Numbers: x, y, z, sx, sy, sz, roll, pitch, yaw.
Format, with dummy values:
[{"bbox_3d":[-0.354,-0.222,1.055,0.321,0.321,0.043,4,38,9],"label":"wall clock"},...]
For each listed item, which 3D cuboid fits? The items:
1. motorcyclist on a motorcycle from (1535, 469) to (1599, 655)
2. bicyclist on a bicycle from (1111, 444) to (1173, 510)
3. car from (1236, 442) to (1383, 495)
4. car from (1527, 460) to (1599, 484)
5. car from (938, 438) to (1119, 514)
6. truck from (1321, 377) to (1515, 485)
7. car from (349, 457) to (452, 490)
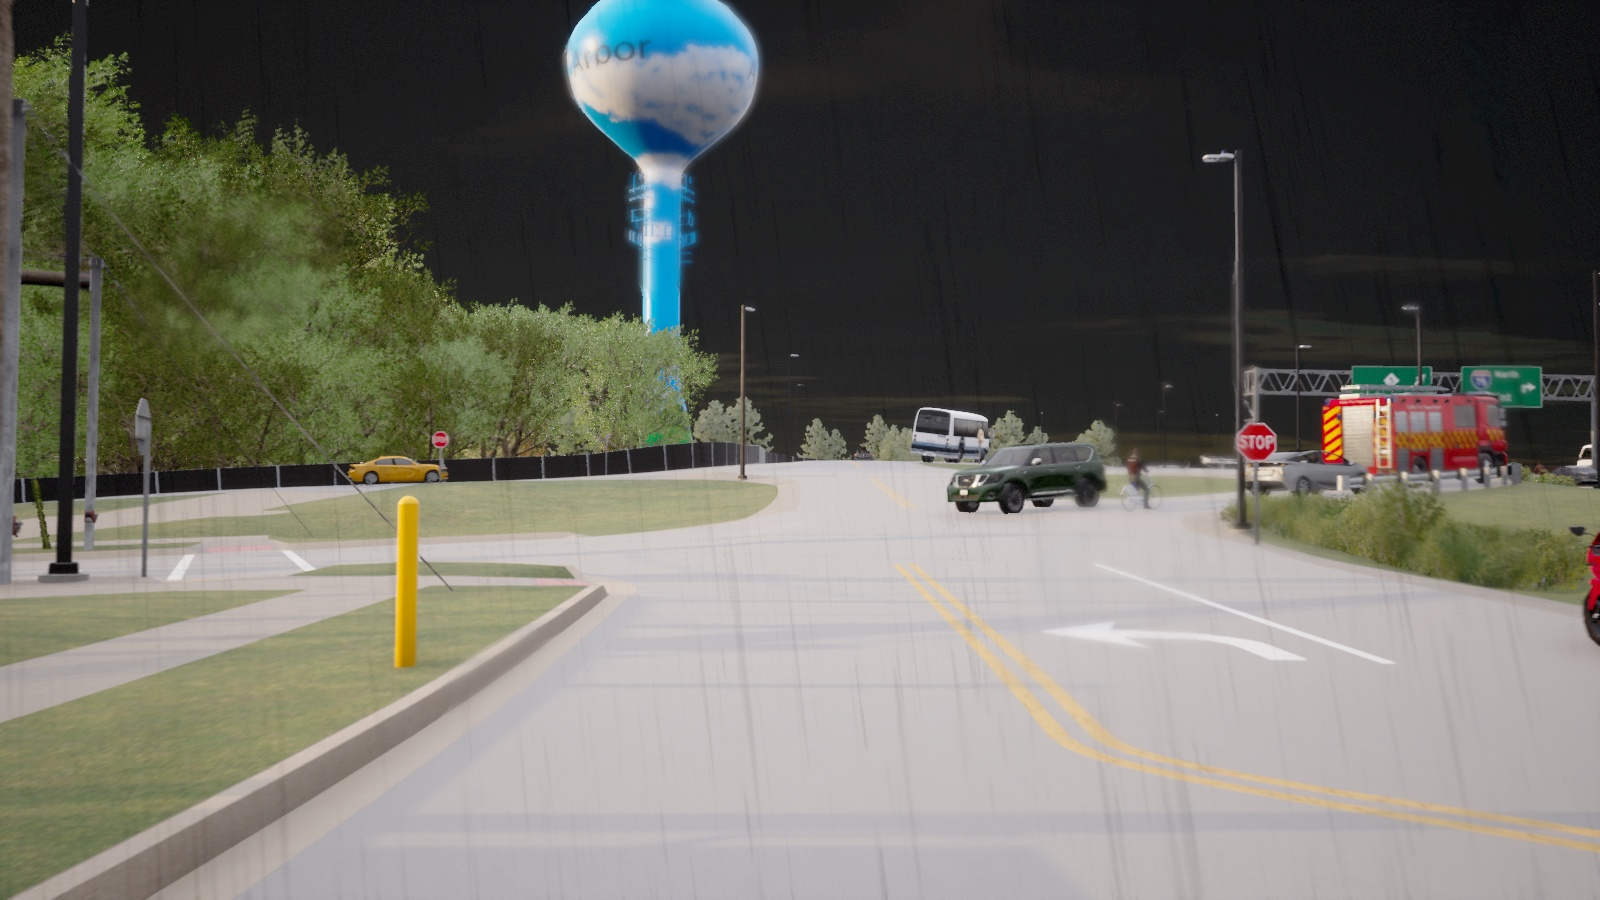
[{"bbox_3d":[6.977,0.922,10.200,0.797,1.523,2.044,0,-1,0],"label":"motorcyclist on a motorcycle"},{"bbox_3d":[9.651,0.754,35.405,1.843,1.776,0.659,-2,-1,-38],"label":"bicyclist on a bicycle"},{"bbox_3d":[16.557,0.595,40.805,4.514,1.525,2.007,-2,-1,-30],"label":"car"},{"bbox_3d":[45.957,1.306,74.916,2.033,1.411,5.357,0,-1,1],"label":"car"},{"bbox_3d":[7.067,0.773,38.559,5.566,2.045,2.150,-2,-1,-36],"label":"car"},{"bbox_3d":[23.777,-0.731,48.106,8.468,3.827,2.891,-2,0,-36],"label":"truck"},{"bbox_3d":[-21.059,1.226,66.209,5.008,1.535,1.882,-2,1,-21],"label":"car"}]
